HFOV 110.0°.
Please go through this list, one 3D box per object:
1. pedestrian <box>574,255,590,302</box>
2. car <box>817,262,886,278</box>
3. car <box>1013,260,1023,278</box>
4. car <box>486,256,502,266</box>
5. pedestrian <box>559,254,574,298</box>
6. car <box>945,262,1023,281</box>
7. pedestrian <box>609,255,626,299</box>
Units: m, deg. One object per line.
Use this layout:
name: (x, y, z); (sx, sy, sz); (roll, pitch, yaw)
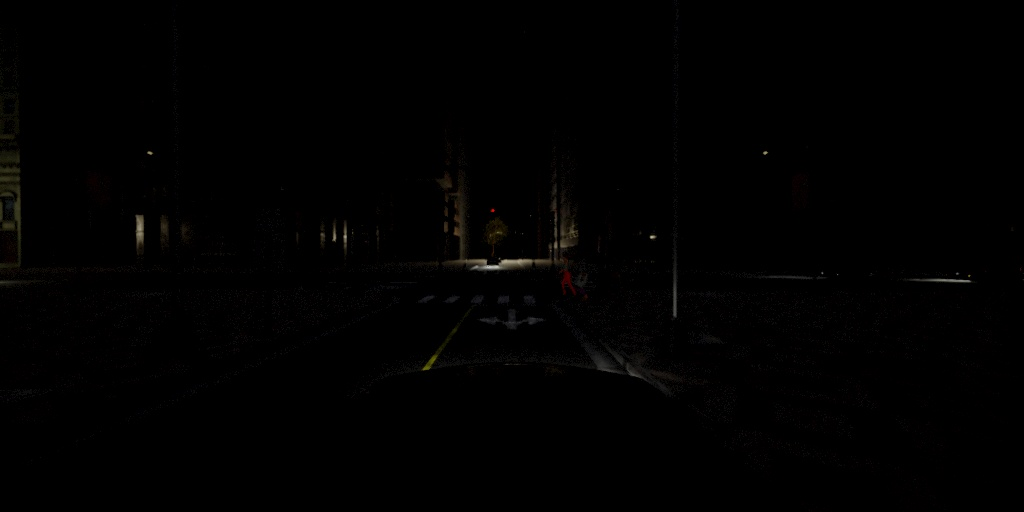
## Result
pedestrian: (2.714, 0.804, 13.764); (0.375, 1.860, 0.375); (0, 1, 0)
car: (28.913, 1.165, 30.847); (4.718, 1.301, 1.895); (0, 1, 0)
car: (46.754, 1.105, 30.695); (5.008, 1.535, 1.882); (0, 1, 0)
car: (-3.110, 0.833, 58.393); (2.128, 1.511, 4.902); (0, 0, 0)
pedestrian: (2.280, 0.797, 14.965); (0.375, 1.860, 0.375); (0, 1, 0)
car: (36.232, 1.168, 27.560); (4.181, 1.385, 1.994); (0, 1, 0)
pedestrian: (4.229, 0.801, 14.365); (0.375, 1.860, 0.375); (0, 1, 0)
